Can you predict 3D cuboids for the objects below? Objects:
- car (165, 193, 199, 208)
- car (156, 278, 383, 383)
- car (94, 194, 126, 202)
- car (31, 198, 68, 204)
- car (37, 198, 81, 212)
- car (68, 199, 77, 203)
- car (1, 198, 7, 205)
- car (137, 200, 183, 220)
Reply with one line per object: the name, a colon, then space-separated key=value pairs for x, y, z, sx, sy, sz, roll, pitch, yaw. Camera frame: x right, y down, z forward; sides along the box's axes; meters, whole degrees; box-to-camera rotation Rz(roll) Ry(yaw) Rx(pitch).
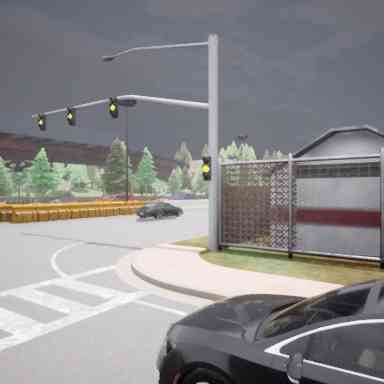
car: x=-1.398 y=1.213 z=48.890 sx=2.150 sy=2.045 sz=5.566 roll=0 pitch=0 yaw=33
car: x=1.873 y=1.505 z=2.671 sx=4.892 sy=1.490 sz=1.837 roll=0 pitch=0 yaw=36
car: x=-8.743 y=1.213 z=37.911 sx=2.150 sy=2.045 sz=5.566 roll=0 pitch=0 yaw=34
car: x=-13.879 y=1.555 z=30.200 sx=1.994 sy=1.385 sz=4.181 roll=0 pitch=0 yaw=33
car: x=-15.841 y=1.515 z=39.857 sx=1.812 sy=1.442 sz=4.674 roll=0 pitch=0 yaw=34
car: x=-14.903 y=1.591 z=34.978 sx=1.895 sy=1.301 sz=4.718 roll=0 pitch=0 yaw=34
car: x=-20.676 y=1.341 z=32.635 sx=2.097 sy=1.767 sz=4.553 roll=0 pitch=0 yaw=34
car: x=-2.640 y=1.520 z=27.778 sx=1.812 sy=1.442 sz=4.674 roll=0 pitch=0 yaw=34
